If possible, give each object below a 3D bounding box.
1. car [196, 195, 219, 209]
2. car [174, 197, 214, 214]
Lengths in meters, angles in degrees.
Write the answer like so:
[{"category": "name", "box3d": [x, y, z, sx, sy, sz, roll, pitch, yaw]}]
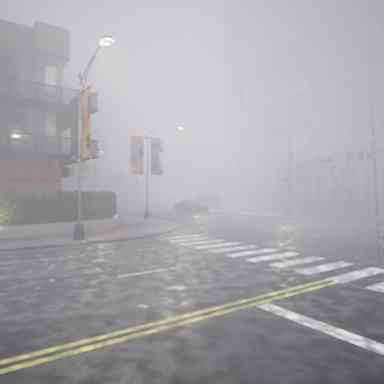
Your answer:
[{"category": "car", "box3d": [1.652, 1.394, 48.598, 2.150, 2.045, 5.566, 0, 0, -33]}, {"category": "car", "box3d": [-0.107, 1.602, 36.887, 1.882, 1.535, 5.008, 0, 0, -35]}]
